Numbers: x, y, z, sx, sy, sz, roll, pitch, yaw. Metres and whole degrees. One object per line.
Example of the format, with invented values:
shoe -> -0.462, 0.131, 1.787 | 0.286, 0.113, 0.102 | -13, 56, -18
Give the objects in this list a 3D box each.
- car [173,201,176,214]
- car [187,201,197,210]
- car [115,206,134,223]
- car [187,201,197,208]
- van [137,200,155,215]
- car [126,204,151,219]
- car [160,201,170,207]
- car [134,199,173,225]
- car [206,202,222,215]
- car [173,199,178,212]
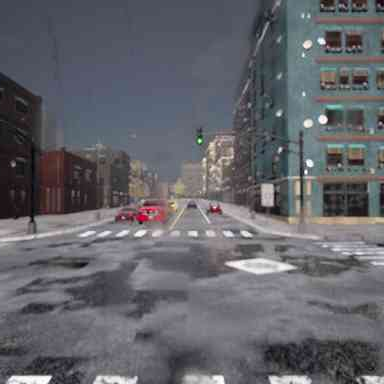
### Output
car -> -3.092, 2.029, 37.886 | 1.812, 1.442, 4.674 | 0, -1, 0
car -> -0.005, 2.315, 57.785 | 2.033, 1.411, 5.357 | 0, -1, 0
car -> -5.755, 1.945, 30.117 | 1.887, 1.381, 4.507 | 1, -1, 0
car -> -0.006, 2.478, 68.208 | 1.994, 1.385, 4.181 | 0, -1, 0
van -> -5.676, 1.892, 41.488 | 1.690, 1.788, 3.998 | 1, -1, 0
car -> -5.680, 2.020, 35.798 | 1.887, 1.381, 4.507 | 1, -1, 0
car -> -5.683, 2.511, 69.915 | 1.802, 1.307, 4.206 | 1, -1, 0
car -> -3.109, 1.593, 27.908 | 2.150, 2.045, 5.566 | 0, -1, 0
car -> 2.702, 1.992, 41.548 | 1.967, 1.590, 4.097 | 1, -1, 0
car -> -3.089, 2.129, 49.038 | 1.882, 1.535, 5.008 | 0, -1, 0
